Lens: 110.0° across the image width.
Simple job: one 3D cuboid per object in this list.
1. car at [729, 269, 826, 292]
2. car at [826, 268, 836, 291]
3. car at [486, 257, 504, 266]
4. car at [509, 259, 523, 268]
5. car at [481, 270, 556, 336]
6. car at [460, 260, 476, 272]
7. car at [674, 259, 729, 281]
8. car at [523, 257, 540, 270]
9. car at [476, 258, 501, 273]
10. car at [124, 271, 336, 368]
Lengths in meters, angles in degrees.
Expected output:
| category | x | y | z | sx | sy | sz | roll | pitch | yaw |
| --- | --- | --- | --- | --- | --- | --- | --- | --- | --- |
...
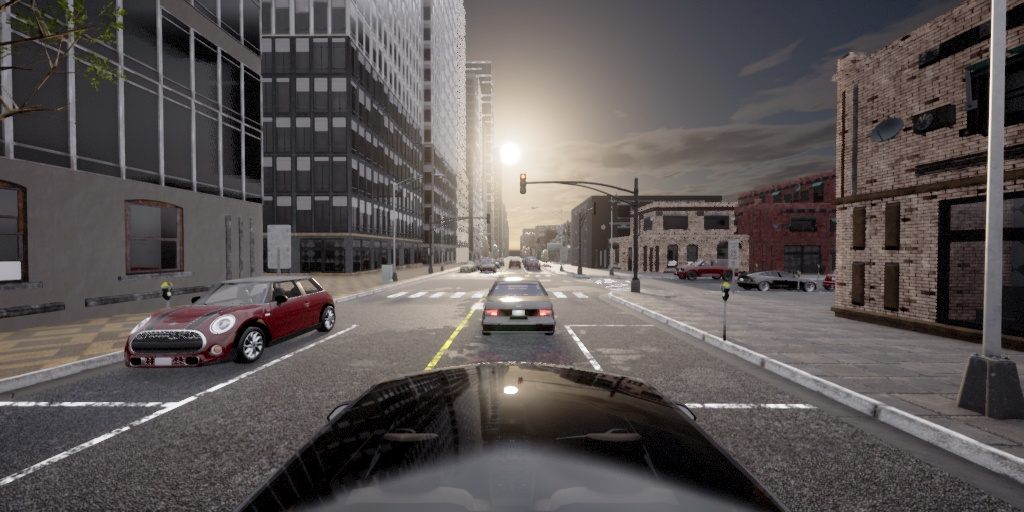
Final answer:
| category | x | y | z | sx | sy | sz | roll | pitch | yaw |
| --- | --- | --- | --- | --- | --- | --- | --- | --- | --- |
| car | 16.549 | 1.546 | 22.548 | 4.313 | 1.339 | 1.948 | 0 | 0 | 1 |
| car | 22.096 | 1.473 | 22.440 | 4.097 | 1.591 | 1.967 | 0 | 0 | 1 |
| car | -2.739 | 1.284 | 54.848 | 2.033 | 1.411 | 5.357 | 0 | 0 | 0 |
| car | 0.505 | 1.213 | 62.047 | 1.882 | 1.535 | 5.008 | 0 | 0 | 0 |
| car | 0.157 | 1.295 | 10.385 | 2.033 | 1.411 | 5.357 | 0 | 0 | 0 |
| car | -5.537 | 1.264 | 45.599 | 1.751 | 1.417 | 4.829 | 0 | 0 | 0 |
| car | 16.712 | 1.163 | 30.926 | 5.009 | 1.841 | 2.192 | 0 | 0 | 1 |
| car | 3.020 | 1.178 | 51.301 | 1.967 | 1.591 | 4.097 | 0 | 0 | 0 |
| car | -2.816 | 1.287 | 43.613 | 2.033 | 1.411 | 5.357 | 0 | 0 | 0 |
| car | -5.653 | 1.188 | 7.822 | 1.967 | 1.591 | 4.097 | 0 | 0 | 0 |
